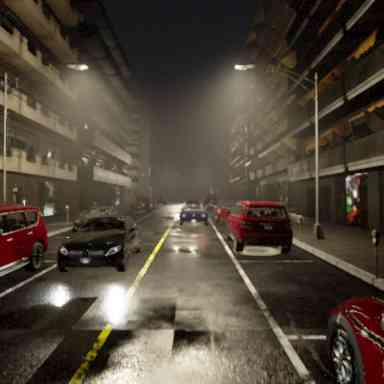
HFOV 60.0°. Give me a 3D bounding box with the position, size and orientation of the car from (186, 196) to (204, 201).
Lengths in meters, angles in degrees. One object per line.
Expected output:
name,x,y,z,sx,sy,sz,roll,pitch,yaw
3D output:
car,0.128,1.498,41.883,1.994,1.385,4.181,0,0,0

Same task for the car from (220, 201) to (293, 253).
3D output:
car,2.563,1.282,13.530,2.192,1.841,5.009,1,0,0

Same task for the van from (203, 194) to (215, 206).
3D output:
van,2.586,1.276,52.250,1.690,1.788,3.998,1,0,0

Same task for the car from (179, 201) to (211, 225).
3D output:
car,0.116,1.551,23.569,1.895,1.301,4.718,0,0,0

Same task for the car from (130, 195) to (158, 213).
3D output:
car,-5.270,1.252,35.716,2.192,1.841,5.009,1,0,0

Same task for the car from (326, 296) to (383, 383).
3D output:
car,2.595,1.434,2.468,1.967,1.590,4.097,1,0,0

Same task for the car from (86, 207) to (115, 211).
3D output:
car,-5.285,1.523,19.127,1.947,1.339,4.313,1,0,0

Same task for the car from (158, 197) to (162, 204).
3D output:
car,-5.272,1.479,41.247,1.887,1.381,4.507,1,0,0

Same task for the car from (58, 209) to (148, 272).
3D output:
car,-2.743,1.498,10.866,1.812,1.442,4.674,0,0,0

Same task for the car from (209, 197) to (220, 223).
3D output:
car,2.567,1.389,24.593,1.967,1.590,4.097,1,0,0

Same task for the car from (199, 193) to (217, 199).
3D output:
car,2.583,1.249,46.719,2.192,1.841,5.009,1,0,0

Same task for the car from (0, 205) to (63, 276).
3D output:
car,-5.286,1.295,8.063,2.192,1.841,5.009,1,0,0

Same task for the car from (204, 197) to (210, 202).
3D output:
car,2.571,1.519,35.656,1.802,1.307,4.206,1,0,0

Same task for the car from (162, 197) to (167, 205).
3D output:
car,-5.262,1.520,57.841,1.802,1.307,4.206,1,0,0
